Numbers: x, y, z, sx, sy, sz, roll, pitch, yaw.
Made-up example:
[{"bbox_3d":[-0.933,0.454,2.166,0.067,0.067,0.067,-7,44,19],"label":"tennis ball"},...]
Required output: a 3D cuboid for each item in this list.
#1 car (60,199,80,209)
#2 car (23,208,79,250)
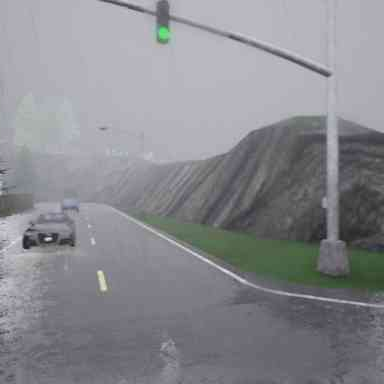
[{"bbox_3d":[-14.178,1.509,38.677,1.882,1.535,5.008,0,0,-18],"label":"car"},{"bbox_3d":[-6.328,1.676,15.093,1.994,1.385,4.181,0,0,-18],"label":"car"}]
